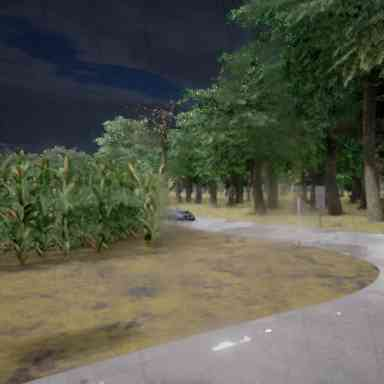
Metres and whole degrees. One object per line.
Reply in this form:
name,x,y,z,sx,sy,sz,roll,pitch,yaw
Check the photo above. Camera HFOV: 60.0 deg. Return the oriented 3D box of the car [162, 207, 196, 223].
car,-1.336,2.191,31.970,1.994,1.385,4.181,-1,0,-29
